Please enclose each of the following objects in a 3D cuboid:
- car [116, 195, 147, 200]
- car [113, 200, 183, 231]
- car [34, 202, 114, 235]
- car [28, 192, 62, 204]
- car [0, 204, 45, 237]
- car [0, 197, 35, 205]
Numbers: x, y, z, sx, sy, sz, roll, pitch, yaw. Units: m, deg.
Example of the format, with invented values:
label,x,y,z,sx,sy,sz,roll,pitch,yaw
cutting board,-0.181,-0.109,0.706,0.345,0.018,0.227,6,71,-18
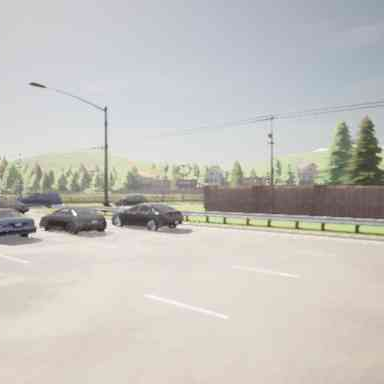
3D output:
label,x,y,z,sx,sy,sz,roll,pitch,yaw
car,-8.478,1.168,45.880,4.553,1.767,2.097,0,0,-24
car,-2.750,1.421,19.769,4.892,1.490,1.837,0,0,38
car,-6.589,1.495,18.330,4.181,1.385,1.994,0,0,38
car,-19.802,1.069,43.053,5.566,2.045,2.150,0,0,-5
car,-9.666,1.492,16.295,5.357,1.411,2.033,0,0,38
car,-17.282,1.440,31.160,5.357,1.411,2.033,0,0,38
